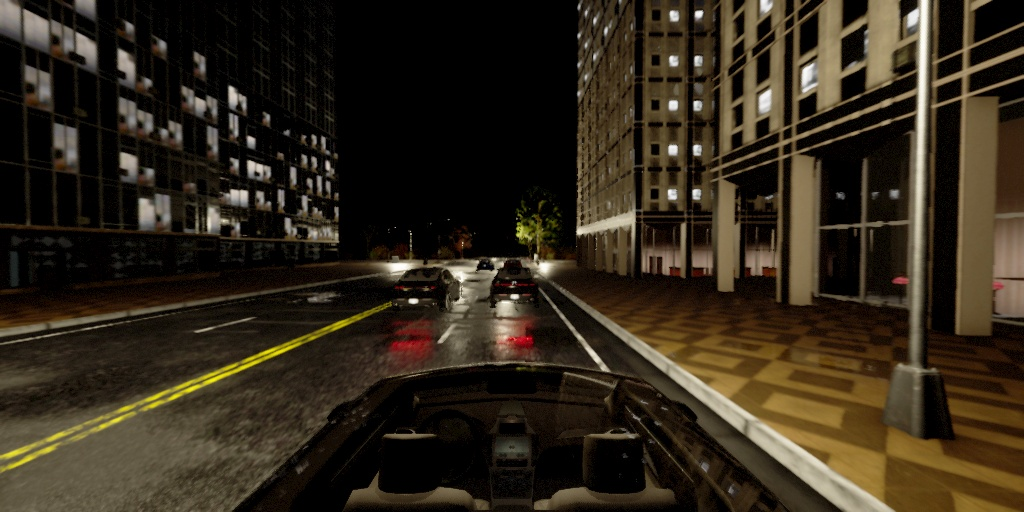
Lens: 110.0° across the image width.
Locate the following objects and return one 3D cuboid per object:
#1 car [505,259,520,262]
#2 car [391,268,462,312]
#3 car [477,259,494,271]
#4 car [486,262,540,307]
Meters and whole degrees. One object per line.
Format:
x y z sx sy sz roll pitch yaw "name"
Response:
0.082 1.024 36.354 1.882 1.535 5.008 0 0 0 "car"
-3.156 1.185 13.896 1.837 1.490 4.892 0 0 0 "car"
-3.172 1.064 43.485 1.994 1.385 4.181 0 0 0 "car"
0.094 1.178 14.944 1.837 1.490 4.892 0 0 0 "car"
